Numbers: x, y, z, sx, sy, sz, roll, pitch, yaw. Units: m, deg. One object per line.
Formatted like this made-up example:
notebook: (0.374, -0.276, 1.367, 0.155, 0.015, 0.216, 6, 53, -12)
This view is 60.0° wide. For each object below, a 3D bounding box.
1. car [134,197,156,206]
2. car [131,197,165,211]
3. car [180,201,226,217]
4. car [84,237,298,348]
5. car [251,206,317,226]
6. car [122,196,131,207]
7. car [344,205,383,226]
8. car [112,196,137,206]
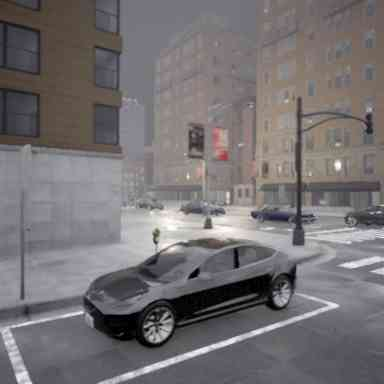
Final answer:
car: (-7.909, 1.522, 55.700, 1.994, 1.385, 4.181, 0, 0, -36)
car: (-5.162, 1.477, 40.430, 1.837, 1.490, 4.892, 0, 0, -36)
car: (0.906, 1.567, 31.988, 2.033, 1.411, 5.357, 0, 0, -36)
car: (0.213, 1.592, 6.339, 4.313, 1.339, 1.947, 0, 0, -35)
car: (6.573, 1.666, 24.113, 1.895, 1.301, 4.718, 0, 0, -36)
car: (-11.223, 1.431, 48.920, 1.837, 1.490, 4.892, 0, 0, -35)
car: (12.370, 1.619, 21.762, 1.837, 1.490, 4.892, 3, -1, -27)
car: (-11.149, 1.421, 54.636, 2.128, 1.511, 4.902, 0, 0, -36)
